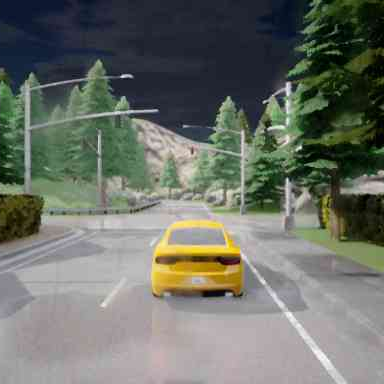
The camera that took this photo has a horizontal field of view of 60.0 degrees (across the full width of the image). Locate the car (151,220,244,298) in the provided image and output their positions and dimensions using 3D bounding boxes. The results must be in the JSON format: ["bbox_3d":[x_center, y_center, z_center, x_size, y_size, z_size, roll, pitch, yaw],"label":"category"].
[{"bbox_3d":[0.121,1.465,8.563,1.882,1.535,5.008,0,0,0],"label":"car"}]
